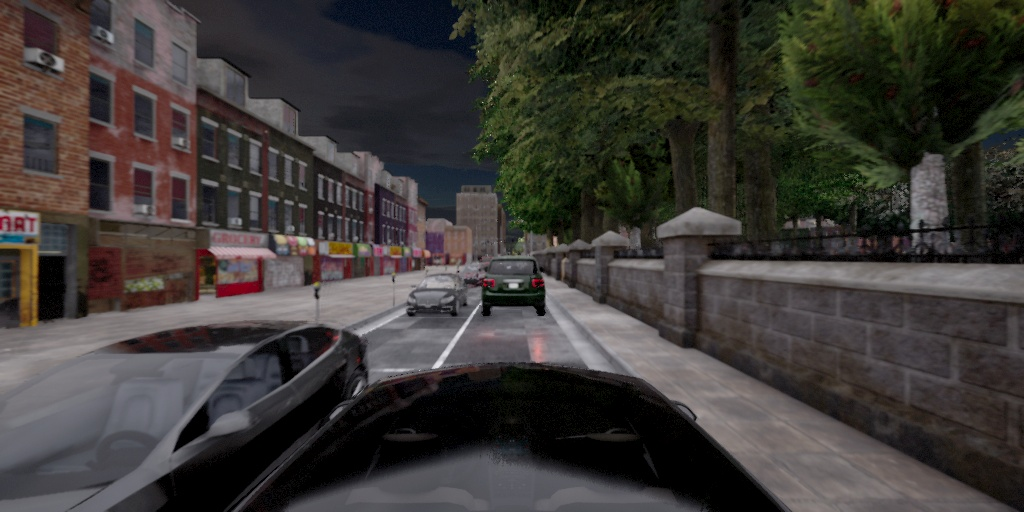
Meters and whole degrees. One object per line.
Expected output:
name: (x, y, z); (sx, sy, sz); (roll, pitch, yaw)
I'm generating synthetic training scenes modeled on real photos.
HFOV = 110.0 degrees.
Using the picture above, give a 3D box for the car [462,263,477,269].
car: (-2.634, 1.285, 23.988); (1.967, 1.591, 4.097); (0, 0, 0)

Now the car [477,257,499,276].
car: (-2.724, 1.148, 42.214); (2.150, 2.045, 5.566); (0, 0, 0)

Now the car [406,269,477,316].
car: (-2.644, 1.350, 13.449); (2.007, 1.370, 4.403); (0, 0, 0)

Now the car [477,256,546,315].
car: (0.071, 1.025, 13.929); (2.150, 2.045, 5.566); (0, 0, 0)

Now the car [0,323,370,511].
car: (-2.653, 1.321, 2.908); (1.948, 1.339, 4.313); (0, 0, 0)
